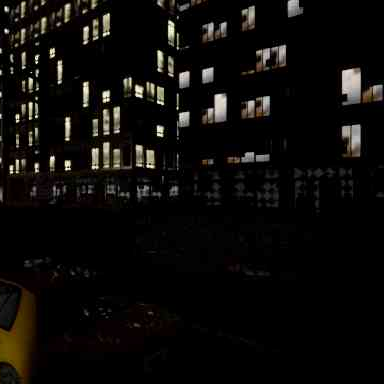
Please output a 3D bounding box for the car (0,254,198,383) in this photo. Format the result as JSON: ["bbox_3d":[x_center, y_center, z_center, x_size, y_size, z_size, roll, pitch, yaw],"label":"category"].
[{"bbox_3d":[-2.217,1.525,4.451,4.829,1.417,1.752,0,0,35],"label":"car"}]
